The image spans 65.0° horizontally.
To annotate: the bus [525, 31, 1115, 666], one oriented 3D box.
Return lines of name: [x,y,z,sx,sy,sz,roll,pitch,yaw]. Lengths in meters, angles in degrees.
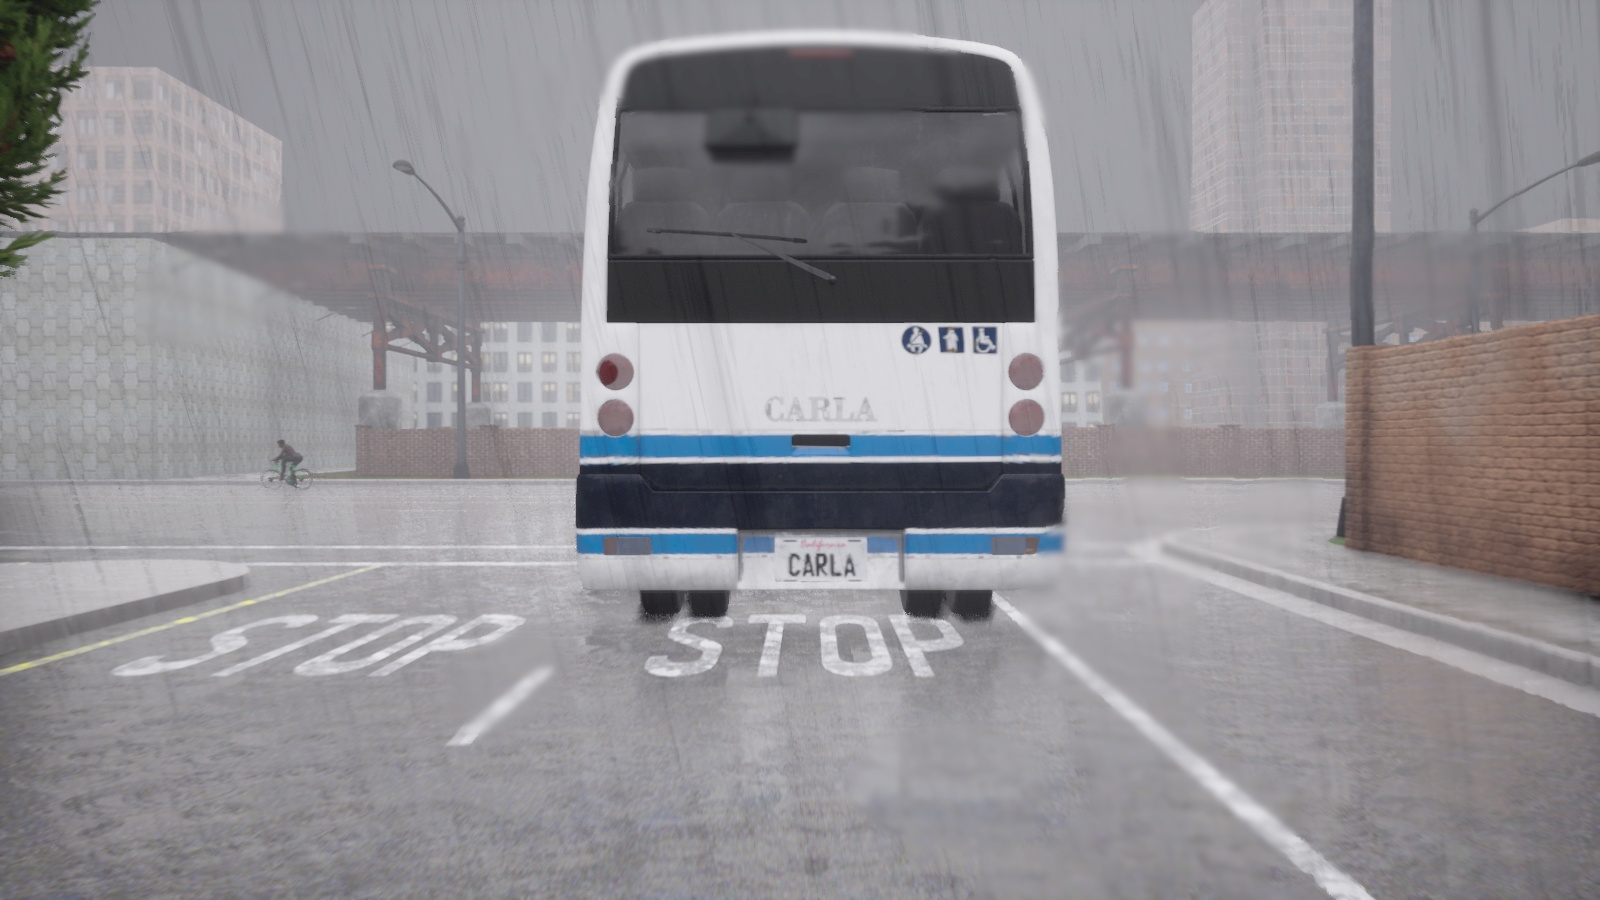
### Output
bus: [0.132,-0.705,13.547,3.944,4.253,10.273,0,0,0]

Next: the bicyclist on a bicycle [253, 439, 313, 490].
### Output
bicyclist on a bicycle: [-16.450,0.463,39.979,1.656,1.620,0.582,0,0,0]
